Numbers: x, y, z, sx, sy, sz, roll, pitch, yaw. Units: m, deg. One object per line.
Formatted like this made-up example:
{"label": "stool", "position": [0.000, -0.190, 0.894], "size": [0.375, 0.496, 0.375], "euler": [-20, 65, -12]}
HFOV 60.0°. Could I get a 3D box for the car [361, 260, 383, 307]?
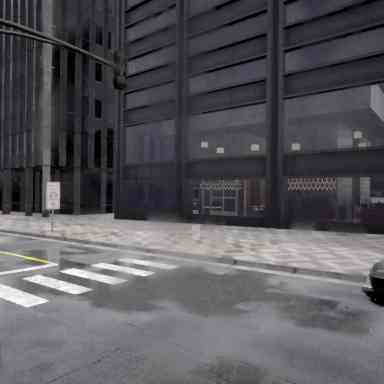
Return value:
{"label": "car", "position": [5.431, 1.613, 5.349], "size": [4.718, 1.301, 1.895], "euler": [-1, -1, 38]}
